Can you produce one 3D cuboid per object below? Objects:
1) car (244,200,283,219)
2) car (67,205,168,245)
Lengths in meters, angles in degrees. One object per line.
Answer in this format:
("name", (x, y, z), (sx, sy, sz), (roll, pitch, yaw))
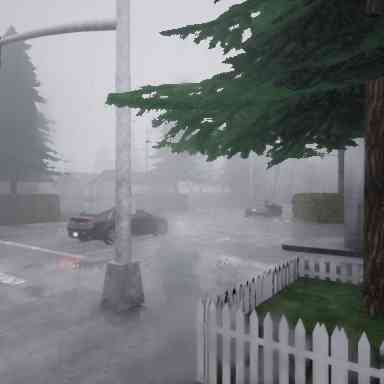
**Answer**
("car", (5.978, 1.379, 27.412), (1.994, 1.385, 4.181), (0, -1, 35))
("car", (-3.013, 1.315, 14.497), (1.837, 1.490, 4.892), (0, 0, 34))
